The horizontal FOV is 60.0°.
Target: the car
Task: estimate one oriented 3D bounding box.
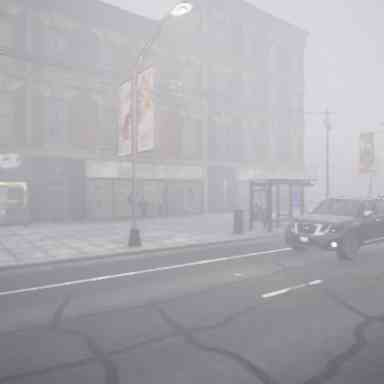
[{"bbox_3d":[5.926,1.190,12.513,5.566,2.045,2.150,0,0,-35],"label":"car"}]
